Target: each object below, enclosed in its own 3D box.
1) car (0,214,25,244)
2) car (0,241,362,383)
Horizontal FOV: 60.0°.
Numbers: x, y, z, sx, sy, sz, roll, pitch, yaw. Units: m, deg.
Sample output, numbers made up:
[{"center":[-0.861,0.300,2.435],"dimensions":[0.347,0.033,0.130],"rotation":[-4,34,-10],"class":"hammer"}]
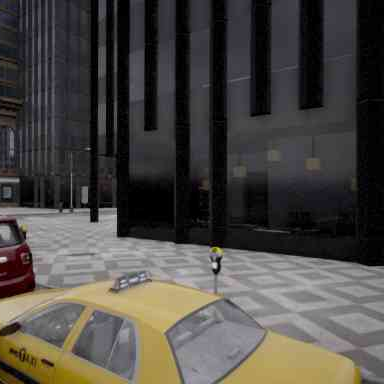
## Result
[{"center":[-5.127,1.313,6.573],"dimensions":[5.009,1.841,2.192],"rotation":[0,0,35],"class":"car"},{"center":[-0.832,1.525,3.545],"dimensions":[4.829,1.417,1.752],"rotation":[0,0,35],"class":"car"}]
